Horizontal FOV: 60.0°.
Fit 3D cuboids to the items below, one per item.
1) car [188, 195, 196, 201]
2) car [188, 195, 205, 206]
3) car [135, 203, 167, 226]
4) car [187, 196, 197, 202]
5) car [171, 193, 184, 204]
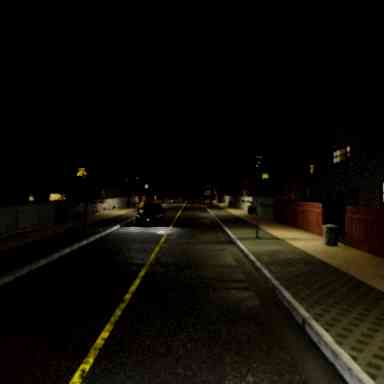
[{"bbox_3d":[-0.001,1.414,85.607,1.812,1.442,4.674,0,0,0],"label":"car"},{"bbox_3d":[0.922,1.313,54.202,2.097,1.767,4.553,-3,-1,0],"label":"car"},{"bbox_3d":[-2.837,1.529,23.755,1.812,1.442,4.674,0,0,0],"label":"car"},{"bbox_3d":[-0.001,1.525,71.969,1.895,1.301,4.718,0,0,0],"label":"car"},{"bbox_3d":[-2.763,1.269,64.729,2.150,2.045,5.566,0,0,0],"label":"car"}]
